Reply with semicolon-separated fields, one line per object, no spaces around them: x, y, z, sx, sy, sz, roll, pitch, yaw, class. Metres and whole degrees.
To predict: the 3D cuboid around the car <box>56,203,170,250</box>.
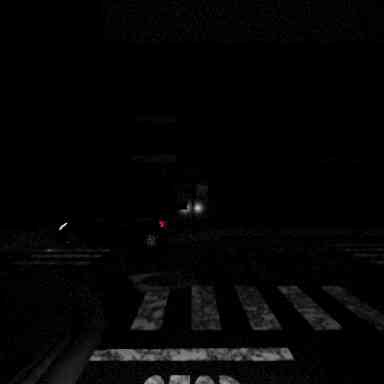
-3.212;1.364;13.954;4.553;1.767;2.097;0;0;0;car
